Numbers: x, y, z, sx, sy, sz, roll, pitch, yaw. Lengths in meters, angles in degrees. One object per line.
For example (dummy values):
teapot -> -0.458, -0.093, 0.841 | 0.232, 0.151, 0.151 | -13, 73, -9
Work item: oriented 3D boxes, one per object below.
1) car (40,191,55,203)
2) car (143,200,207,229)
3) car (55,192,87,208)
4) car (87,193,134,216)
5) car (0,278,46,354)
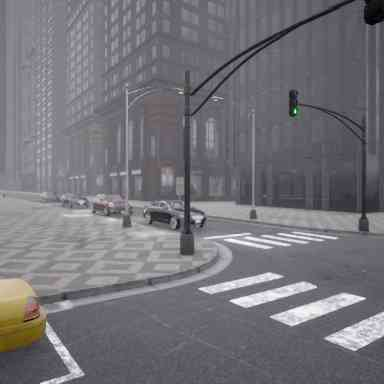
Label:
car -> -18.569, 0.682, 43.591 | 1.837, 1.490, 4.892 | 0, 1, -35
car -> -1.104, 1.205, 19.218 | 2.128, 1.511, 4.902 | 0, 1, -36
car -> -12.316, 0.853, 34.828 | 2.128, 1.511, 4.902 | 0, 1, -36
car -> -6.435, 0.895, 26.638 | 2.097, 1.767, 4.553 | 0, 1, -35
car -> -4.259, 1.525, 3.614 | 4.829, 1.417, 1.752 | 0, 0, -35
